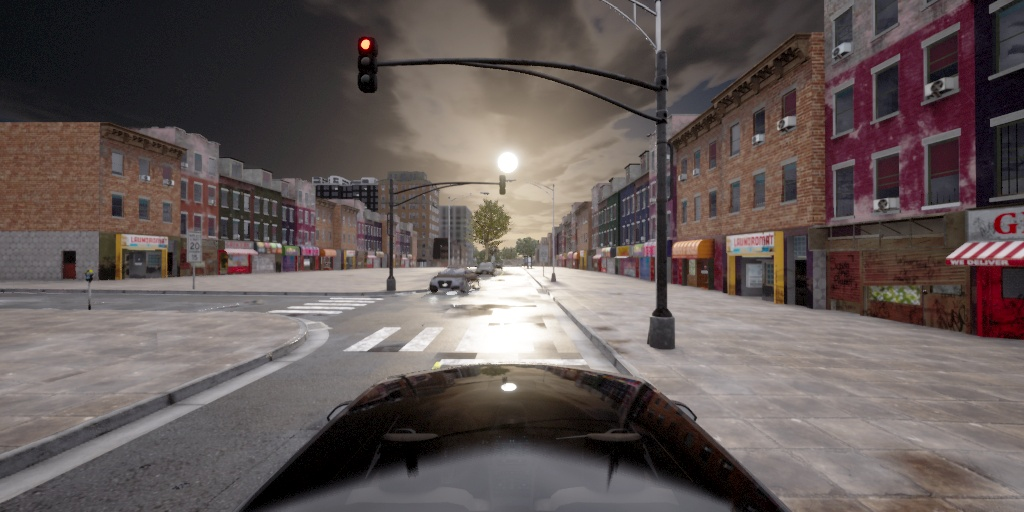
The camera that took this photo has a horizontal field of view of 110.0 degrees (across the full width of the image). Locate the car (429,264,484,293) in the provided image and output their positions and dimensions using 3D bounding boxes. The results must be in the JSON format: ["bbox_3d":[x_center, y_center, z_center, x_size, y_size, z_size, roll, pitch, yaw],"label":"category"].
[{"bbox_3d":[-3.235,1.364,20.908,1.994,1.385,4.181,0,0,9],"label":"car"}]

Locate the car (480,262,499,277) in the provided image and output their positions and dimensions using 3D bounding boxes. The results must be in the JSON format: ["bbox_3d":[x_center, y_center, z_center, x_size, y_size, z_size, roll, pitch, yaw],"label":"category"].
[{"bbox_3d":[-2.701,1.410,37.879,1.837,1.490,4.892,0,0,0],"label":"car"}]

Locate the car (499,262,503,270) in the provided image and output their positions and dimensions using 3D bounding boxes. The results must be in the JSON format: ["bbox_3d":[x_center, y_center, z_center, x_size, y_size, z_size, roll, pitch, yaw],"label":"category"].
[{"bbox_3d":[-2.518,1.721,61.102,1.895,1.301,4.718,0,-1,1],"label":"car"}]
